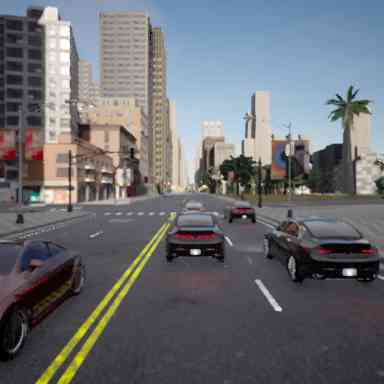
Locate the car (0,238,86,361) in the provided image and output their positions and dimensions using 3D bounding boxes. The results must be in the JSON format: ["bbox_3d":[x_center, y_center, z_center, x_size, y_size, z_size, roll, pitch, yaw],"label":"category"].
[{"bbox_3d":[-3.347,1.529,5.713,1.994,1.385,4.181,0,0,0],"label":"car"}]

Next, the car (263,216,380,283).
[{"bbox_3d":[3.349,1.448,9.483,1.837,1.490,4.892,0,0,0],"label":"car"}]

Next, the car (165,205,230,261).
[{"bbox_3d":[0.099,1.436,11.916,1.837,1.490,4.892,0,1,0],"label":"car"}]

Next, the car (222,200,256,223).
[{"bbox_3d":[3.369,1.369,24.191,1.837,1.490,4.892,0,0,-2],"label":"car"}]

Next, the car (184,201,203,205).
[{"bbox_3d":[0.110,1.386,25.168,1.812,1.442,4.674,0,0,0],"label":"car"}]

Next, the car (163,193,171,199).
[{"bbox_3d":[-6.598,0.978,88.637,1.812,1.442,4.674,0,0,0],"label":"car"}]

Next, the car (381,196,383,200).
[{"bbox_3d":[38.399,0.850,63.183,5.357,1.411,2.033,-1,1,-24],"label":"car"}]
